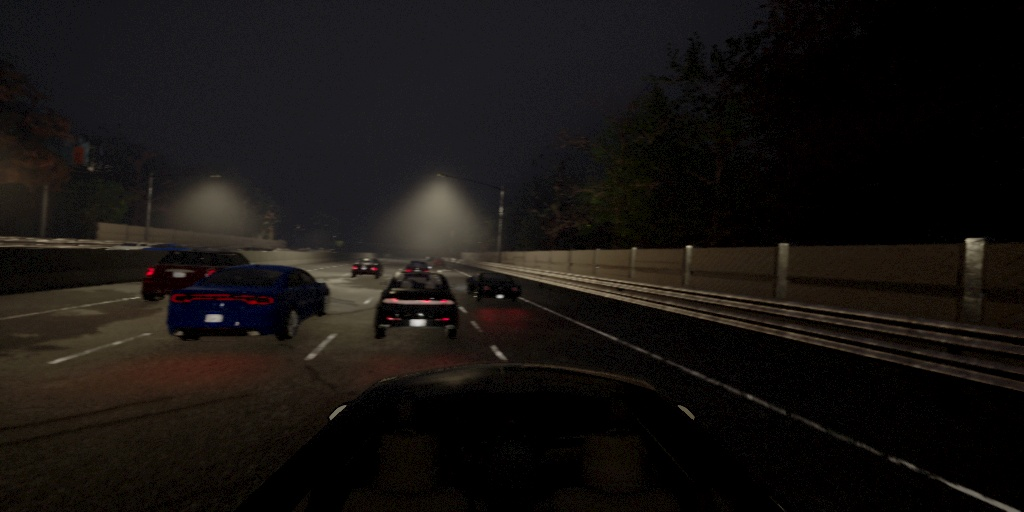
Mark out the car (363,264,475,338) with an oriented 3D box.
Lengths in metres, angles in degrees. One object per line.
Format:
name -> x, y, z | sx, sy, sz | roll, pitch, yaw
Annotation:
car -> -2.546, 1.155, 9.745 | 2.128, 1.511, 4.902 | 3, 0, -15

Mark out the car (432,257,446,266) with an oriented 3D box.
car -> -11.968, 1.046, 58.574 | 1.812, 1.442, 4.674 | 3, -1, -15

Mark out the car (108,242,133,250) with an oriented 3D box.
car -> -38.794, -0.713, 36.804 | 1.812, 1.442, 4.674 | 3, -1, -14

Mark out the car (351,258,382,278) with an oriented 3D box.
car -> -10.651, 0.873, 26.685 | 2.033, 1.411, 5.357 | 3, 0, -15

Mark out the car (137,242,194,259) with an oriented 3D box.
car -> -35.124, -0.548, 36.568 | 1.882, 1.535, 5.008 | 3, -1, -14

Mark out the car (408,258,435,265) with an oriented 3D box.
car -> -7.278, 1.078, 27.586 | 2.033, 1.411, 5.357 | 3, 0, -15

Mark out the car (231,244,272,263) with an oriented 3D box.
car -> -28.737, -0.273, 39.779 | 2.097, 1.767, 4.553 | 3, 0, -14

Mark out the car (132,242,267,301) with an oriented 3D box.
car -> -10.607, 0.568, 12.917 | 2.097, 1.767, 4.553 | 3, 0, -15

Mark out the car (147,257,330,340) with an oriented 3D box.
car -> -5.891, 0.937, 8.742 | 1.882, 1.535, 5.008 | 3, 0, -15

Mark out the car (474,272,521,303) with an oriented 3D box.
car -> -1.060, 1.412, 17.372 | 1.895, 1.301, 4.718 | 3, 0, -15

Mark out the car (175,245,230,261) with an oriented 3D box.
car -> -31.592, -0.269, 36.818 | 2.033, 1.411, 5.357 | 3, 0, -15
